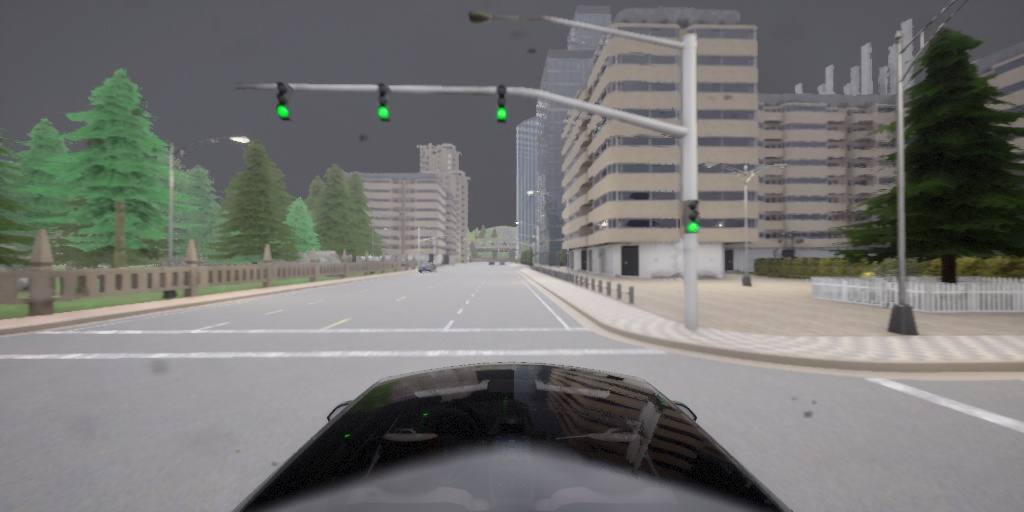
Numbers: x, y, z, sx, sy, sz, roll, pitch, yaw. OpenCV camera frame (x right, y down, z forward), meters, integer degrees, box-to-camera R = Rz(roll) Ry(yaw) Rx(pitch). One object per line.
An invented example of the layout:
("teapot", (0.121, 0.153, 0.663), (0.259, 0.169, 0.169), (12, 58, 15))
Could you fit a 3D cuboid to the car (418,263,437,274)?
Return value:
("car", (-11.778, 1.701, 50.550), (2.033, 1.411, 5.357), (0, -1, -2))
